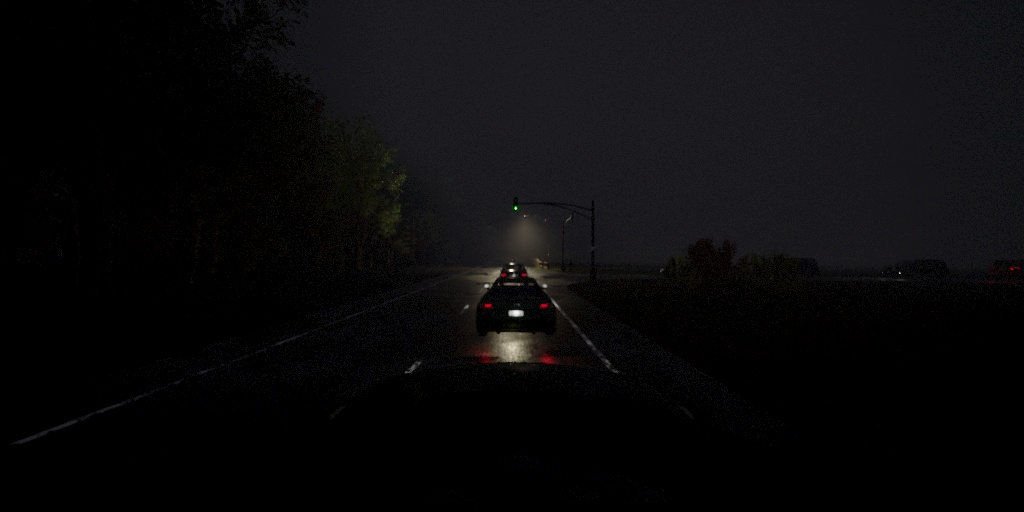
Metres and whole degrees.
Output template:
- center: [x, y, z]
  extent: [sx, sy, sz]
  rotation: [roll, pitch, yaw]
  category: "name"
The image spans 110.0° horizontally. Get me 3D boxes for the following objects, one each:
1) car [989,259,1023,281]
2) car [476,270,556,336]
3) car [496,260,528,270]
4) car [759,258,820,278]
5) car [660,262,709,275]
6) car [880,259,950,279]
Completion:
- center: [48.585, 1.361, 33.641]
  extent: [5.566, 2.045, 2.150]
  rotation: [1, -1, 0]
  category: "car"
- center: [0.107, 1.280, 10.269]
  extent: [1.994, 1.385, 4.181]
  rotation: [0, 0, 0]
  category: "car"
- center: [0.125, 1.205, 24.538]
  extent: [2.033, 1.411, 5.357]
  rotation: [0, 0, 0]
  category: "car"
- center: [28.768, 1.190, 37.350]
  extent: [5.566, 2.045, 2.150]
  rotation: [1, -1, 1]
  category: "car"
- center: [18.041, 1.343, 37.428]
  extent: [4.902, 1.511, 2.128]
  rotation: [1, -1, 1]
  category: "car"
- center: [41.834, 1.334, 37.263]
  extent: [5.566, 2.045, 2.150]
  rotation: [1, -1, 0]
  category: "car"
